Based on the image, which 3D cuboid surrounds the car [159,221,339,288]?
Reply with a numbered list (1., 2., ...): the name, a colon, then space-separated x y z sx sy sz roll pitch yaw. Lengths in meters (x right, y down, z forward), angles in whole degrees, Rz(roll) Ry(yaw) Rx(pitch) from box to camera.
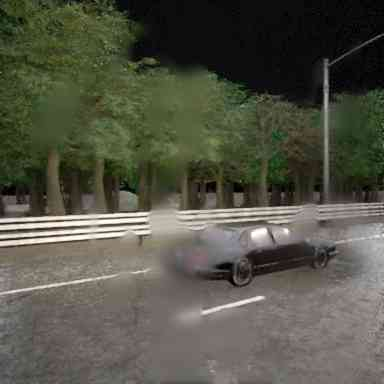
1. car: 1.780 1.521 9.207 5.357 1.411 2.033 0 0 -34
